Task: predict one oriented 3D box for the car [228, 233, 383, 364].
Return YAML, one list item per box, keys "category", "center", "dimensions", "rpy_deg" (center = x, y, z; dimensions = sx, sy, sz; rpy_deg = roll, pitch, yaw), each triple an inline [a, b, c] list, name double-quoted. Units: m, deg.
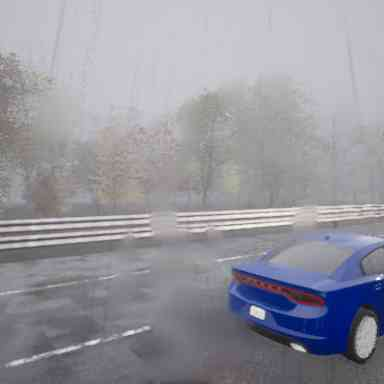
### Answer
- category: "car"
  center: [2.904, 1.481, 5.946]
  dimensions: [5.008, 1.535, 1.882]
  rpy_deg: [0, 0, -36]
